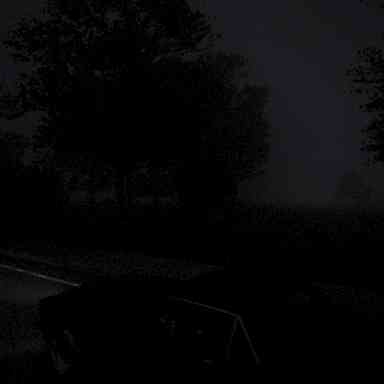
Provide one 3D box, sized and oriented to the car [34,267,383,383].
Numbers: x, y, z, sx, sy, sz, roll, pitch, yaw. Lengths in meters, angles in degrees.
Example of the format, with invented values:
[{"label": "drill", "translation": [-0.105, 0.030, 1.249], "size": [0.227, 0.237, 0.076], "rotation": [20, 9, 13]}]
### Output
[{"label": "car", "translation": [0.238, 1.600, 3.822], "size": [4.718, 1.301, 1.895], "rotation": [0, 0, 36]}]
